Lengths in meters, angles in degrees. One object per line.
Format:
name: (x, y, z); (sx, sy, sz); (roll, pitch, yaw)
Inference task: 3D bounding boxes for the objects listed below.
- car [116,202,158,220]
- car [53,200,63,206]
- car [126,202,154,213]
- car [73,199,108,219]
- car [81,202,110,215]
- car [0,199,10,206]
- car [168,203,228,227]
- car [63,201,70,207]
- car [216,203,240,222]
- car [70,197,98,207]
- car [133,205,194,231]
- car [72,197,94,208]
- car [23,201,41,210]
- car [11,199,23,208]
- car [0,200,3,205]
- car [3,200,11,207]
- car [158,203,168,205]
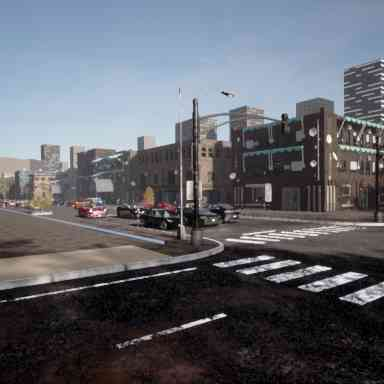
car: (-5.721, 1.825, 32.421); (2.128, 1.511, 4.902); (-1, 0, -37)
car: (-30.075, 2.363, 74.622); (1.947, 1.339, 4.313); (-1, 0, -37)
car: (-6.863, 1.966, 43.597); (1.802, 1.307, 4.206); (-2, 0, -37)
car: (-10.260, 1.846, 34.143); (1.967, 1.590, 4.097); (-2, 0, -37)
car: (-11.847, 1.974, 40.624); (1.812, 1.442, 4.674); (-1, 0, -36)
car: (-46.731, 2.597, 82.895); (1.887, 1.381, 4.507); (-1, 0, -37)
car: (0.263, 1.783, 24.397); (1.994, 1.385, 4.181); (-1, 0, -38)
car: (-23.443, 2.227, 65.757); (1.887, 1.381, 4.507); (-1, 0, -37)
car: (1.855, 1.697, 27.487); (2.128, 1.511, 4.902); (-1, 0, -36)
car: (-17.338, 1.915, 53.285); (2.097, 1.767, 4.553); (-1, 0, -37)
car: (-2.042, 1.815, 22.959); (1.947, 1.339, 4.313); (-2, 0, -37)
car: (-20.133, 1.939, 61.324); (2.192, 1.841, 5.009); (-1, 0, -37)
car: (-26.735, 2.232, 56.167); (1.752, 1.417, 4.829); (-1, 0, -37)
car: (-33.469, 2.375, 65.168); (2.008, 1.369, 4.403); (-1, 0, -37)
car: (-43.416, 2.547, 78.464); (2.008, 1.369, 4.403); (-1, 0, -37)
car: (-40.102, 2.379, 74.031); (1.967, 1.590, 4.097); (-1, 0, -37)
car: (-3.548, 1.904, 39.165); (1.802, 1.307, 4.206); (-2, 0, -37)
